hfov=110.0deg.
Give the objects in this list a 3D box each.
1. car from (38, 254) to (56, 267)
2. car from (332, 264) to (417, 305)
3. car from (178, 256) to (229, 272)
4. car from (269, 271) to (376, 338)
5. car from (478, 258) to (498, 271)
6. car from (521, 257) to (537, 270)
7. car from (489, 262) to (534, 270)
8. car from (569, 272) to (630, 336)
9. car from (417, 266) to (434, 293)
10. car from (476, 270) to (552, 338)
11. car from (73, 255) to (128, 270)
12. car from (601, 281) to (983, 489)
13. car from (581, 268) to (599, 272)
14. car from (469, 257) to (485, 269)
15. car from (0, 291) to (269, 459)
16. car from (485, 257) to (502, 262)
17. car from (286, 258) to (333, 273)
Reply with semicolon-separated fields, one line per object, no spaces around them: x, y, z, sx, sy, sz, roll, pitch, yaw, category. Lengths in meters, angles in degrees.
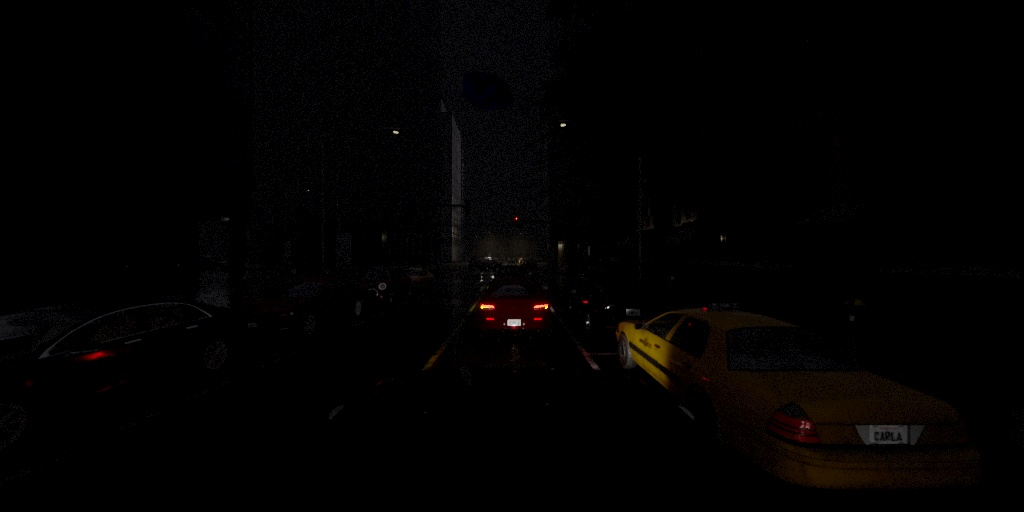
-48.228;0.417;35.630;4.181;1.385;1.994;1;0;0;car
-5.778;1.190;15.670;1.967;1.591;4.097;0;0;0;car
-27.355;0.751;32.543;4.892;1.490;1.837;1;0;0;car
-5.771;1.295;10.213;1.888;1.381;4.507;0;0;0;car
-3.152;1.285;47.945;1.812;1.442;4.674;0;0;0;car
2.703;1.201;53.107;1.967;1.591;4.097;0;0;0;car
-0.001;1.256;18.925;1.837;1.490;4.892;0;0;0;car
2.754;1.316;10.225;1.948;1.339;4.313;0;0;0;car
-5.784;1.277;20.957;1.751;1.417;4.829;0;0;0;car
0.061;1.276;10.059;1.812;1.442;4.674;0;0;0;car
-37.626;0.616;32.523;4.181;1.385;1.994;1;0;0;car
2.760;1.275;4.939;1.751;1.417;4.829;0;0;0;car
9.333;1.567;36.196;4.718;1.301;1.895;1;0;4;car
-5.829;1.079;58.535;2.192;1.841;5.009;0;0;0;car
-5.765;1.300;4.756;2.007;1.370;4.403;0;0;0;car
-3.151;1.328;57.913;1.994;1.385;4.181;0;0;0;car
-17.857;0.936;32.571;4.892;1.490;1.837;1;0;0;car
